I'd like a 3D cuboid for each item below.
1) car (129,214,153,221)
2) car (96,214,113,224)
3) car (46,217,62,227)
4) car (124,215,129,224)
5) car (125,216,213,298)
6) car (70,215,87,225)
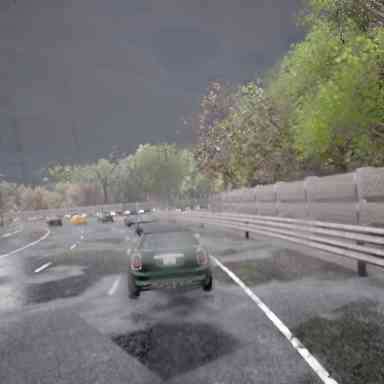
[{"bbox_3d":[-3.639,2.648,26.762,2.128,1.511,4.902,-3,-2,-13],"label":"car"},{"bbox_3d":[-13.967,4.220,53.099,1.837,1.490,4.892,-3,-2,-29],"label":"car"},{"bbox_3d":[-22.348,4.793,53.703,1.882,1.535,5.008,-3,-2,-31],"label":"car"},{"bbox_3d":[-7.046,3.378,39.959,1.994,1.385,4.181,-3,-2,-15],"label":"car"},{"bbox_3d":[-0.746,1.771,10.072,2.097,1.767,4.553,-4,-2,-6],"label":"car"},{"bbox_3d":[-18.537,4.543,54.137,1.882,1.535,5.008,-3,-2,-30],"label":"car"}]
